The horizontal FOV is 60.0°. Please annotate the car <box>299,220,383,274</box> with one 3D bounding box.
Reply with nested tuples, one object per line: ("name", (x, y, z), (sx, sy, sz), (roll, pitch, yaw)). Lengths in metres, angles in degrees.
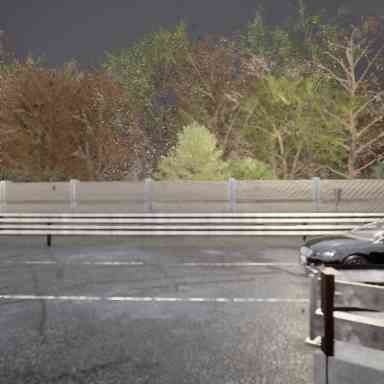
("car", (5.389, 1.493, 8.788), (4.902, 1.511, 2.128), (0, 0, -1))
